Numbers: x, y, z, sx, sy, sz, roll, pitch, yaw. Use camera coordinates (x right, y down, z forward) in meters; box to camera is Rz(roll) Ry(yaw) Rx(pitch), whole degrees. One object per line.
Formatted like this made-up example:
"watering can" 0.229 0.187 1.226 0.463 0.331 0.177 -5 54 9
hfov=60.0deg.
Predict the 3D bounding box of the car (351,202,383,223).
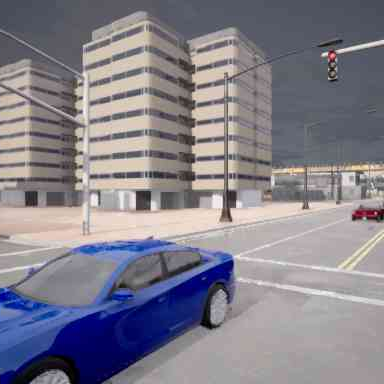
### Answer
"car" 13.755 1.601 25.898 1.895 1.301 4.718 0 0 35

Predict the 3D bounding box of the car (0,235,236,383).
"car" -1.152 1.486 4.831 1.882 1.535 5.008 0 0 35
